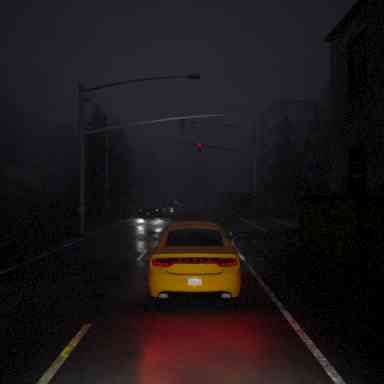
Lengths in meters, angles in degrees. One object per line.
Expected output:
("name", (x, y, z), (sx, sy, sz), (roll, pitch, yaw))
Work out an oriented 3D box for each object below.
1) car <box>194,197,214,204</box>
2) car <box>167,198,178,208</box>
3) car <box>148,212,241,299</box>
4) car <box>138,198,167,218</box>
("car", (2.337, 1.601, 64.718), (1.895, 1.301, 4.718), (0, 0, 35))
("car", (-3.244, 1.548, 48.805), (2.033, 1.411, 5.357), (0, 0, 5))
("car", (0.061, 1.478, 8.508), (1.882, 1.535, 5.008), (0, 0, 0))
("car", (-3.639, 1.525, 30.061), (1.812, 1.442, 4.674), (0, 0, 0))
